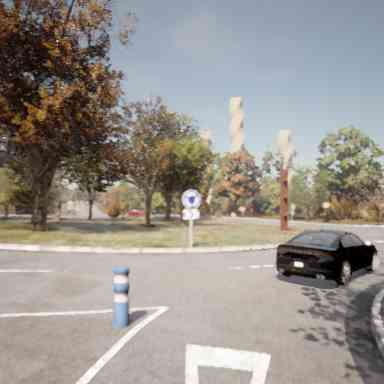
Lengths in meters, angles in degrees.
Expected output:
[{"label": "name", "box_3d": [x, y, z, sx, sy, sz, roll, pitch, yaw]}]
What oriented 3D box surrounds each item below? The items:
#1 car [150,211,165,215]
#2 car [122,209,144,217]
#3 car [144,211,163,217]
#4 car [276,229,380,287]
[{"label": "car", "box_3d": [-9.931, 5.940, 91.822, 4.892, 1.521, 2.231, 1, -5, -19]}, {"label": "car", "box_3d": [-10.972, 3.980, 62.806, 4.181, 1.385, 1.994, 0, -1, -2]}, {"label": "car", "box_3d": [-10.848, 6.176, 94.409, 5.008, 1.535, 2.097, 1, -5, -19]}, {"label": "car", "box_3d": [4.703, 2.000, 11.188, 1.882, 1.535, 5.008, -1, -3, 43]}]
